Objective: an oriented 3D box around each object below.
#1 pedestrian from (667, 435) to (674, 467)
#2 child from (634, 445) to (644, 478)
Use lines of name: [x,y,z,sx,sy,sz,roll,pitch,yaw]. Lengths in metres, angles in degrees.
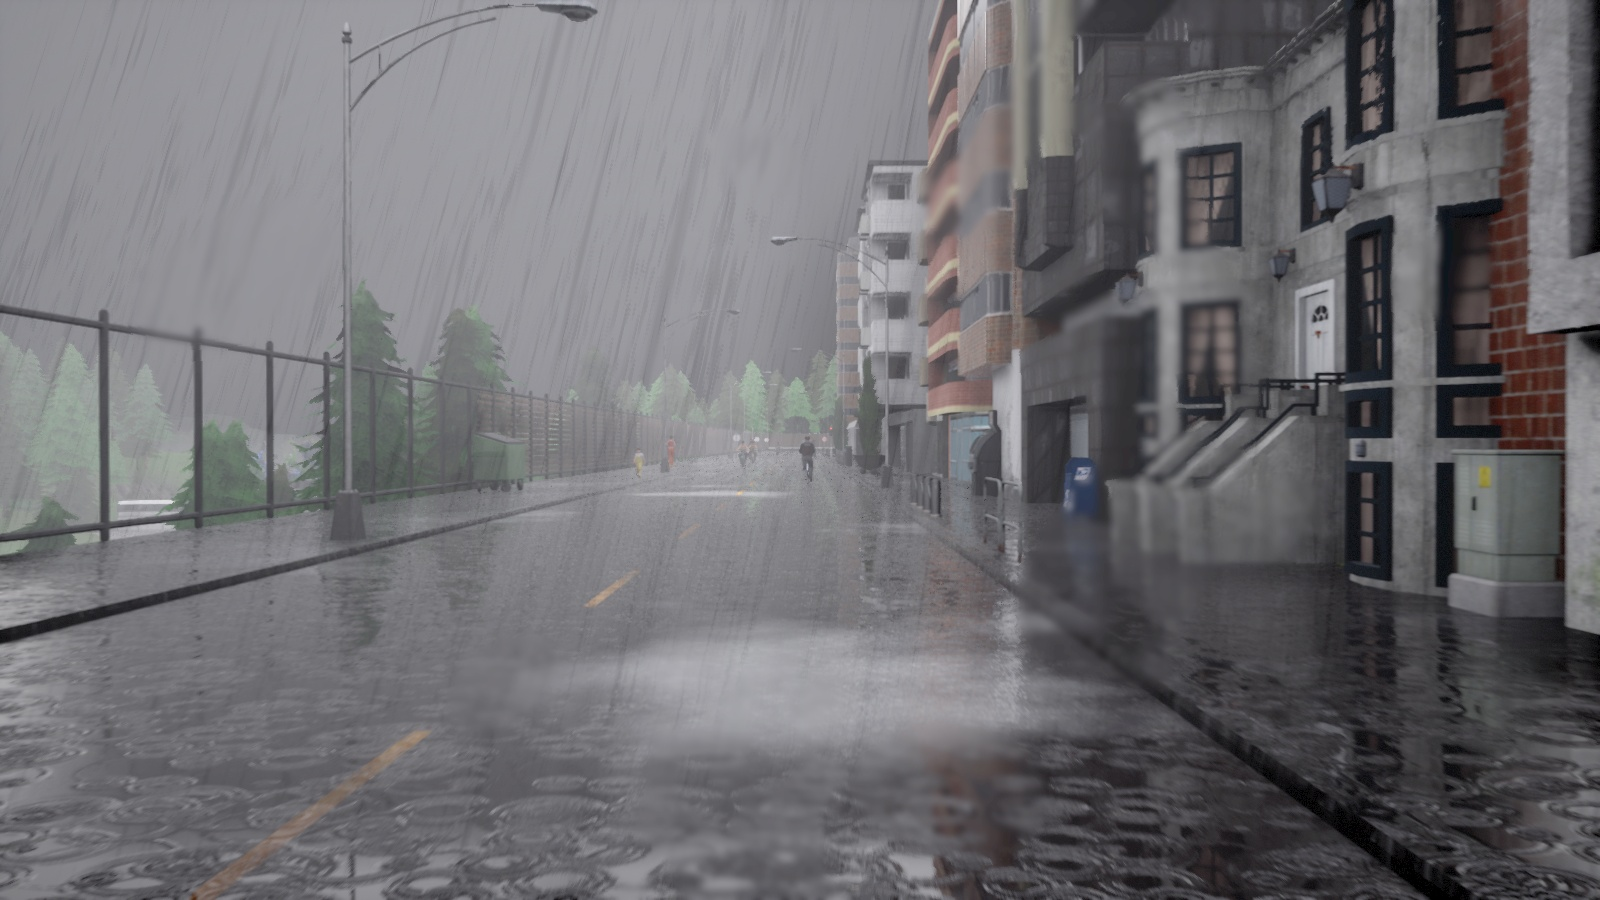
pedestrian: [-7.473,0.041,72.625,0.345,1.836,0.594,0,0,-11]
child: [-6.348,0.452,49.519,0.270,1.263,0.437,0,0,8]
